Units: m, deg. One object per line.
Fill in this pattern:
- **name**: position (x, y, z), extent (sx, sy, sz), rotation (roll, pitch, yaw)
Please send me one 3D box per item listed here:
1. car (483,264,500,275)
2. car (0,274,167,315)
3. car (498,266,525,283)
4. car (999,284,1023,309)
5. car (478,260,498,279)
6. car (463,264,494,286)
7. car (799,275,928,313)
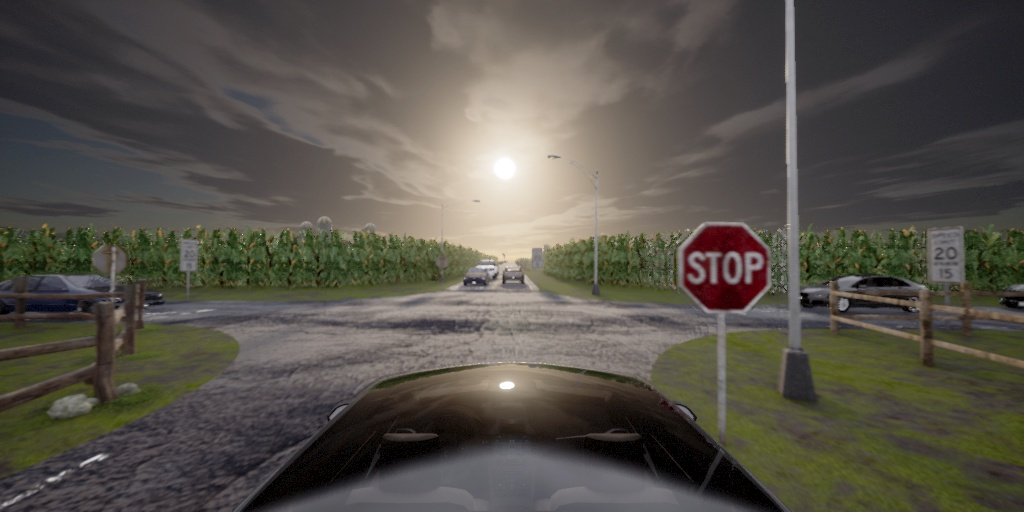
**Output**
- **car**: position (-2.817, 1.861, 50.877), extent (2.128, 1.511, 4.902), rotation (0, -1, 0)
- **car**: position (-15.599, 1.338, 12.623), extent (5.357, 1.411, 2.033), rotation (0, -1, 0)
- **car**: position (0.108, 1.630, 32.199), extent (2.128, 1.511, 4.902), rotation (0, -1, 0)
- **car**: position (23.877, 1.464, 15.139), extent (4.553, 1.767, 2.097), rotation (0, -1, 1)
- **car**: position (-2.824, 1.463, 40.418), extent (2.150, 2.045, 5.566), rotation (0, -1, 1)
- **car**: position (-2.839, 1.653, 29.559), extent (2.033, 1.411, 5.357), rotation (0, -1, 0)
- **car**: position (14.673, 1.553, 15.236), extent (4.892, 1.490, 1.837), rotation (0, -1, 1)
